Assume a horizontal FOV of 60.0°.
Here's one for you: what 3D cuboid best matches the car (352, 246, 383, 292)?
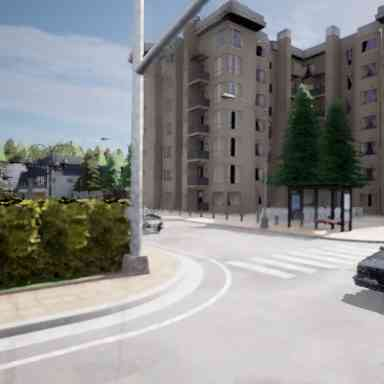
[{"bbox_3d":[6.233,1.667,8.311,5.357,1.411,2.033,1,0,-36],"label":"car"}]

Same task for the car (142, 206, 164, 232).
[{"bbox_3d":[-3.497,1.584,20.150,2.128,1.511,4.902,1,-1,-36],"label":"car"}]
